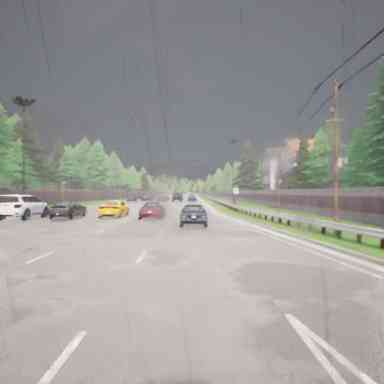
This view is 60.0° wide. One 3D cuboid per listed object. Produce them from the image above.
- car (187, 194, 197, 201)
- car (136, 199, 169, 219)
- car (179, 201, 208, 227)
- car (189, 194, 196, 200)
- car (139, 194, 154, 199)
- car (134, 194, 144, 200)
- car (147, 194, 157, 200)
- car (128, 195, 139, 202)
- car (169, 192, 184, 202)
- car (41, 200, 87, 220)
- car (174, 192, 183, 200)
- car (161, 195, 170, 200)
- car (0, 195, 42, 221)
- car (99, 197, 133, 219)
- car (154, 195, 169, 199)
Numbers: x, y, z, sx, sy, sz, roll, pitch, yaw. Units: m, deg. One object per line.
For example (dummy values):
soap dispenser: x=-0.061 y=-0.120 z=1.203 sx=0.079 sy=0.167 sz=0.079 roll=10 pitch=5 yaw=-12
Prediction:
car: x=0.032 y=1.376 z=77.683 sx=2.097 sy=1.767 sz=4.553 roll=0 pitch=0 yaw=0
car: x=-3.387 y=1.574 z=28.841 sx=1.994 sy=1.385 sz=4.181 roll=0 pitch=0 yaw=0
car: x=0.110 y=1.556 z=22.717 sx=2.033 sy=1.411 sz=5.357 roll=0 pitch=0 yaw=0
car: x=0.036 y=1.364 z=87.717 sx=1.837 sy=1.490 sz=4.892 roll=0 pitch=0 yaw=0
car: x=-10.468 y=1.375 z=77.688 sx=2.097 sy=1.767 sz=4.553 roll=0 pitch=0 yaw=0
car: x=-13.964 y=1.388 z=87.722 sx=1.812 sy=1.442 sz=4.674 roll=0 pitch=0 yaw=0
car: x=-10.464 y=1.389 z=87.721 sx=2.128 sy=1.511 sz=4.902 roll=0 pitch=0 yaw=0
car: x=-13.968 y=1.559 z=77.302 sx=2.033 sy=1.411 sz=5.357 roll=0 pitch=0 yaw=0
car: x=-3.468 y=1.245 z=77.328 sx=2.150 sy=2.045 sz=5.566 roll=0 pitch=0 yaw=0
car: x=-10.388 y=1.501 z=28.122 sx=2.128 sy=1.511 sz=4.902 roll=0 pitch=0 yaw=0
car: x=-3.464 y=1.089 z=87.748 sx=2.150 sy=2.045 sz=5.566 roll=0 pitch=0 yaw=0
car: x=-6.964 y=1.459 z=87.750 sx=1.895 sy=1.301 sz=4.718 roll=0 pitch=0 yaw=0
car: x=-13.888 y=1.231 z=27.441 sx=2.150 sy=2.045 sz=5.566 roll=0 pitch=0 yaw=0
car: x=-6.887 y=1.488 z=29.757 sx=1.882 sy=1.535 sz=5.008 roll=0 pitch=0 yaw=0
car: x=-6.968 y=1.544 z=77.299 sx=2.128 sy=1.511 sz=4.902 roll=0 pitch=0 yaw=0
